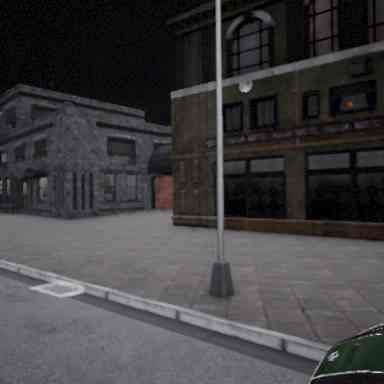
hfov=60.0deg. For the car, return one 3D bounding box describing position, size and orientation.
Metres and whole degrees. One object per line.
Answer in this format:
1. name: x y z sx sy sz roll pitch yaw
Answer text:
1. car: 2.793 1.358 1.460 4.553 1.767 2.097 0 0 35
